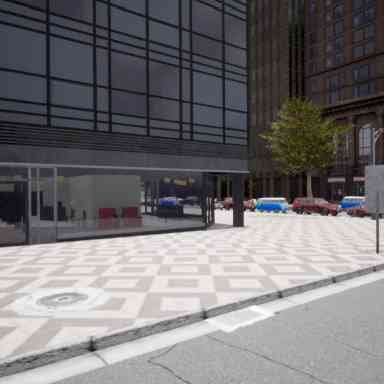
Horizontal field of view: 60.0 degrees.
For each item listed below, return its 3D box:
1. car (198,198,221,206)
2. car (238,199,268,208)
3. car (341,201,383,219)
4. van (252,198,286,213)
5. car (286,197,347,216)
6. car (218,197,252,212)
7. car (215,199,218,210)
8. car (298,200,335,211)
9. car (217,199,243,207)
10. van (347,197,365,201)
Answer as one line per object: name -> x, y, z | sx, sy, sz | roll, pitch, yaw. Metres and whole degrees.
car -> 3.252, 1.930, 62.513 | 2.008, 1.369, 4.403 | -1, 0, -35
car -> 9.731, 1.804, 53.393 | 1.752, 1.417, 4.829 | -1, 0, -35
car -> 16.043, 1.728, 29.790 | 1.802, 1.307, 4.206 | -1, 0, -35
van -> 9.458, 1.600, 39.050 | 1.690, 1.788, 3.998 | -1, 0, -35
car -> 12.747, 1.518, 34.419 | 2.192, 1.841, 5.009 | -1, 0, -35
car -> 6.169, 1.627, 43.680 | 2.192, 1.841, 5.009 | -1, 0, -35
car -> 2.884, 1.915, 48.311 | 2.008, 1.369, 4.403 | -1, 0, -35
car -> 16.408, 1.737, 43.995 | 1.947, 1.339, 4.313 | -1, 0, -35
car -> 6.540, 1.873, 57.884 | 1.887, 1.381, 4.507 | -1, 0, -35
van -> 19.692, 1.457, 39.364 | 1.690, 1.788, 3.998 | -1, 0, -35
